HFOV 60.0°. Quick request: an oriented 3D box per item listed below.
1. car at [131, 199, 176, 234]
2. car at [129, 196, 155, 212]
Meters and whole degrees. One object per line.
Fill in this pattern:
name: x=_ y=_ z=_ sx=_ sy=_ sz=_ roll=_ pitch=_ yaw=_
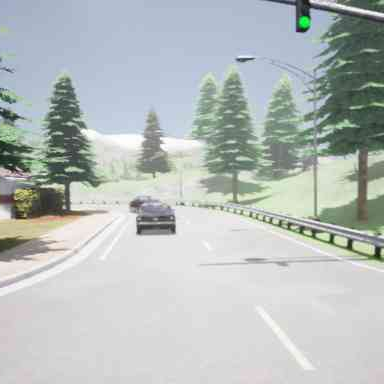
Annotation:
car: x=-1.838 y=1.236 z=16.963 sx=1.895 sy=1.301 sz=4.718 roll=-1 pitch=1 yaw=-6
car: x=-3.757 y=1.008 z=26.766 sx=1.994 sy=1.385 sz=4.181 roll=-1 pitch=1 yaw=-23
